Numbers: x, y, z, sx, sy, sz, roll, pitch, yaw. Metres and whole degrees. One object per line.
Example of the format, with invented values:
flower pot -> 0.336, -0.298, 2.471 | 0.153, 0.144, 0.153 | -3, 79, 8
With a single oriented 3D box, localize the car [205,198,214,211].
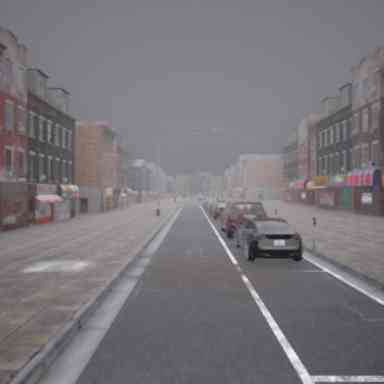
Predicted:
car -> 2.637, 1.610, 33.955 | 1.947, 1.339, 4.313 | 0, 0, 0

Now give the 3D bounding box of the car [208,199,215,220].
car -> 2.637, 1.575, 28.489 | 1.887, 1.381, 4.507 | 0, 0, 0

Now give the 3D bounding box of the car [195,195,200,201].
car -> 2.638, 1.781, 93.166 | 1.967, 1.590, 4.097 | -1, 0, 0

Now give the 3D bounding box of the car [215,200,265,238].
car -> 2.636, 1.325, 17.554 | 2.192, 1.841, 5.009 | 0, 0, 0

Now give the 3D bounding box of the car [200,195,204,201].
car -> 2.638, 1.537, 50.356 | 1.967, 1.590, 4.097 | 0, 0, 0

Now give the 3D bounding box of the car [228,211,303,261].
car -> 2.637, 1.570, 12.087 | 1.947, 1.339, 4.313 | 0, 0, 0

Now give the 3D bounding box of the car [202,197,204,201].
car -> 2.638, 1.659, 44.890 | 1.802, 1.307, 4.206 | 0, 0, 0

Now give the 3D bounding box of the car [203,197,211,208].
car -> 2.638, 1.586, 39.592 | 1.752, 1.417, 4.829 | 0, 0, 0
